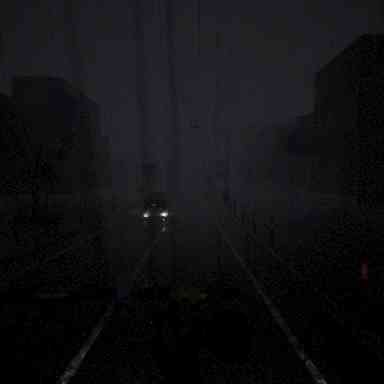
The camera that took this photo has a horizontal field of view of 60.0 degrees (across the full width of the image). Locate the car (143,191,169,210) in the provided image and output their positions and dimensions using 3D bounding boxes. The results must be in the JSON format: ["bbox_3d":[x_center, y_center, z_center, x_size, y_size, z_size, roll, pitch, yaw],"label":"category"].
[{"bbox_3d":[-2.996,0.685,28.386,1.837,1.490,4.892,0,3,0],"label":"car"}]
